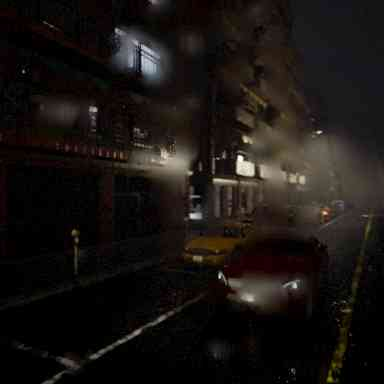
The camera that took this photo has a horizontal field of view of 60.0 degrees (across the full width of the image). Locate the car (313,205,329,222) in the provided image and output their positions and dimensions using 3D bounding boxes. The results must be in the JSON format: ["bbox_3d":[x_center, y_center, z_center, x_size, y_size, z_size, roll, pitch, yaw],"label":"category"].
[{"bbox_3d":[9.430,1.962,26.715,2.008,1.369,4.403,-1,-1,29],"label":"car"}]

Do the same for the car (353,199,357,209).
[{"bbox_3d":[30.793,2.622,65.418,1.947,1.339,4.313,-1,-1,29],"label":"car"}]

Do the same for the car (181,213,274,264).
[{"bbox_3d":[1.336,1.704,12.053,1.752,1.417,4.829,-1,-1,29],"label":"car"}]

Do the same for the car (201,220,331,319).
[{"bbox_3d":[2.148,1.647,7.945,1.812,1.442,4.674,0,-1,29],"label":"car"}]

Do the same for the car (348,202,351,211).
[{"bbox_3d":[22.782,2.392,50.904,1.802,1.307,4.206,-1,-1,29],"label":"car"}]

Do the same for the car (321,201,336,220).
[{"bbox_3d":[12.100,1.929,31.554,1.967,1.590,4.097,-1,-1,29],"label":"car"}]

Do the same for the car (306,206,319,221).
[{"bbox_3d":[6.760,1.884,21.877,2.008,1.369,4.403,-1,-1,29],"label":"car"}]

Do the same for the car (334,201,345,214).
[{"bbox_3d":[17.441,2.193,41.229,1.887,1.381,4.507,-1,-1,29],"label":"car"}]

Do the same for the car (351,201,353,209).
[{"bbox_3d":[25.452,2.473,55.742,1.802,1.307,4.206,-1,-1,29],"label":"car"}]

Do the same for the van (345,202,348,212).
[{"bbox_3d":[20.111,2.070,46.071,1.690,1.788,3.998,-1,-1,29],"label":"van"}]

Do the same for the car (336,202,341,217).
[{"bbox_3d":[14.771,2.134,36.390,1.947,1.339,4.313,-1,-1,29],"label":"car"}]

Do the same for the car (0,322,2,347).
[{"bbox_3d":[-3.922,1.576,2.525,1.887,1.381,4.507,-1,-1,29],"label":"car"}]

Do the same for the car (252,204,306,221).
[{"bbox_3d":[4.088,1.572,17.043,2.192,1.841,5.009,-1,-1,29],"label":"car"}]
